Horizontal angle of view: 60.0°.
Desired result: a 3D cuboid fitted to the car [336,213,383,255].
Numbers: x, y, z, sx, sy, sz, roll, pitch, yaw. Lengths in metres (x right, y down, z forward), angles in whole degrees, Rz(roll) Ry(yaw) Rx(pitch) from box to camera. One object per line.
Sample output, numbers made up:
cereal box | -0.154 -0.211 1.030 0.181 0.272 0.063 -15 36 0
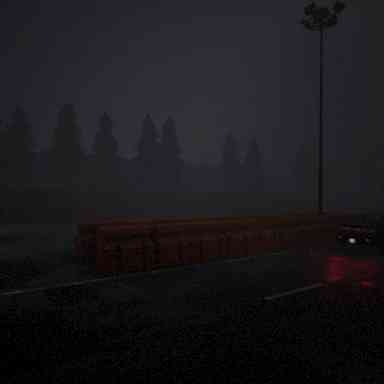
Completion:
car | 7.972 1.627 13.862 4.902 1.511 2.128 1 0 -35
